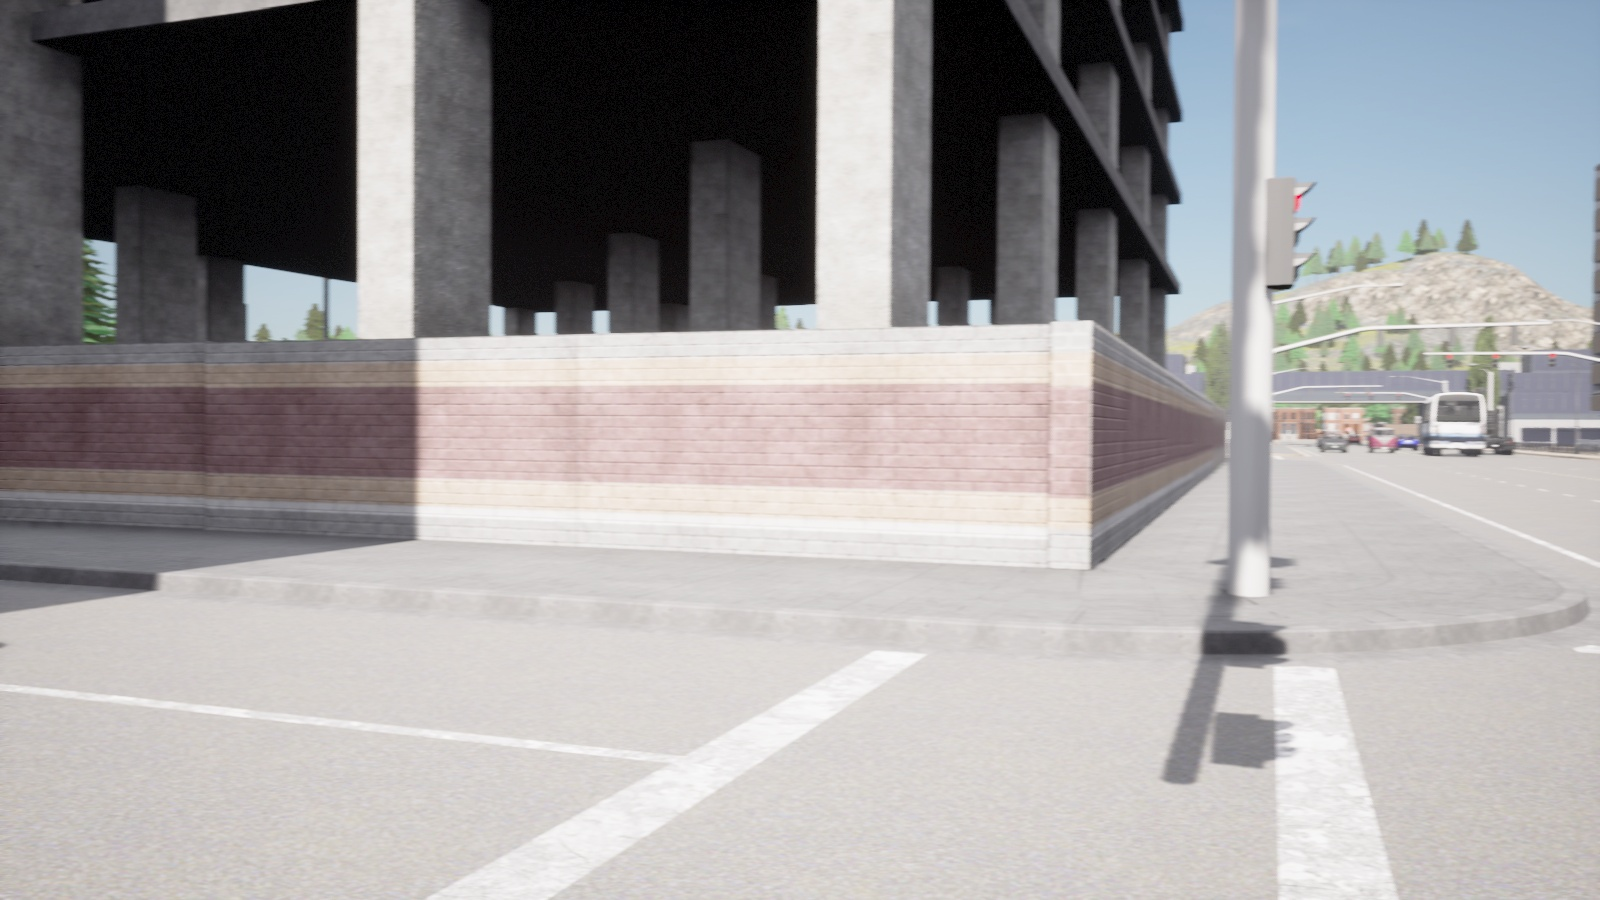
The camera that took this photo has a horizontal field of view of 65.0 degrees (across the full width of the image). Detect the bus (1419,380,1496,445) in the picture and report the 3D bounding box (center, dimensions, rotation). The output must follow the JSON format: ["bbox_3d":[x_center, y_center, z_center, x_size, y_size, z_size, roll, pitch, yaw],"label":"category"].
[{"bbox_3d":[45.866,-2.543,87.897,3.944,4.253,10.273,0,1,23],"label":"bus"}]
